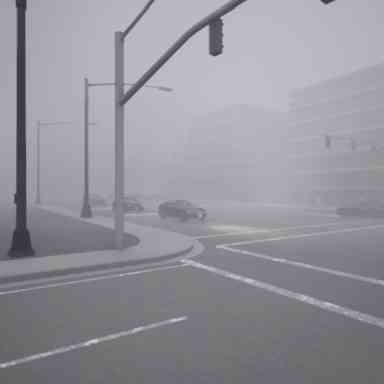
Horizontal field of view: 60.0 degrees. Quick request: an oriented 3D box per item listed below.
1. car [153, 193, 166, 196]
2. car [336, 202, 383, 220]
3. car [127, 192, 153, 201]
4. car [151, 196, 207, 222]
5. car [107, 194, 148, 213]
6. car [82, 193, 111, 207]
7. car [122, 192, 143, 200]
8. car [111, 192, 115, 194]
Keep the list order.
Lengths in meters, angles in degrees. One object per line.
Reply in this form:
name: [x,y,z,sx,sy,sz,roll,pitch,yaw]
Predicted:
car: [-6.096,0.843,57.705,2.128,1.511,4.902,0,1,-34]
car: [14.378,1.484,27.935,1.994,1.385,4.181,0,1,-35]
car: [-8.985,0.831,55.730,1.882,1.535,5.008,0,1,-34]
car: [-0.815,1.351,24.992,2.128,1.511,4.902,0,1,-34]
car: [-6.542,1.235,33.376,1.812,1.442,4.674,0,1,-34]
car: [-12.337,1.005,41.869,1.882,1.535,5.008,0,1,-34]
car: [-11.980,0.735,66.312,2.033,1.411,5.357,0,1,-34]
car: [-14.869,0.695,64.337,1.837,1.490,4.892,0,1,-34]
